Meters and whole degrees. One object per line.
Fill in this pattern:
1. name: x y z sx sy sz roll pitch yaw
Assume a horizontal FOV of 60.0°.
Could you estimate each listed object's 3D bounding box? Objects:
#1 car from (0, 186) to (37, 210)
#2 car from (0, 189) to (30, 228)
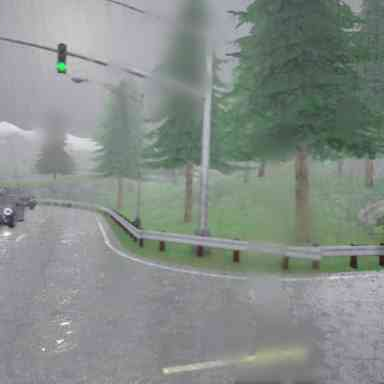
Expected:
1. car: -16.349 0.534 30.649 5.566 2.045 2.150 2 0 43
2. car: -10.531 0.911 18.150 2.097 1.767 4.553 2 0 -19
